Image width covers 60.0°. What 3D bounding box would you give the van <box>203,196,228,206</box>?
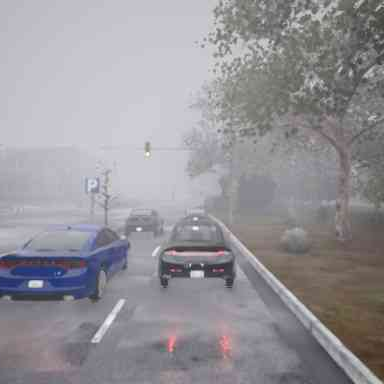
[{"bbox_3d":[4.311,1.692,62.695,4.442,1.987,1.878,1,0,-14],"label":"van"}]

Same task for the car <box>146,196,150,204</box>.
[{"bbox_3d":[-12.606,2.136,75.054,4.674,1.452,2.002,-1,0,-13],"label":"car"}]

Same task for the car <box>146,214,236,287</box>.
[{"bbox_3d":[0.127,1.607,9.672,2.128,1.511,4.902,0,-1,0],"label":"car"}]

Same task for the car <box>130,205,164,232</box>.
[{"bbox_3d":[-2.770,1.746,20.073,1.837,1.490,4.892,0,-1,1],"label":"car"}]

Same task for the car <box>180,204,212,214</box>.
[{"bbox_3d":[0.231,1.755,20.937,1.837,1.490,4.892,0,-1,1],"label":"car"}]

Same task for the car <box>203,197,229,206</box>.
[{"bbox_3d":[4.696,1.821,65.663,4.553,1.767,2.185,1,-1,-14],"label":"car"}]

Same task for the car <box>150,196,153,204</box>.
[{"bbox_3d":[-12.233,2.167,78.056,4.674,1.452,2.002,-1,-1,-13],"label":"car"}]

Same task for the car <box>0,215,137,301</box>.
[{"bbox_3d":[-2.879,1.581,8.632,1.882,1.535,5.008,0,-1,0],"label":"car"}]

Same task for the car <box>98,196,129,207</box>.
[{"bbox_3d":[-14.418,1.980,60.106,4.792,1.488,2.163,-1,0,-15],"label":"car"}]

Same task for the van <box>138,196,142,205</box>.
[{"bbox_3d":[-13.210,1.808,69.091,4.442,1.987,1.878,-1,-1,-14],"label":"van"}]

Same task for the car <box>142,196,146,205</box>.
[{"bbox_3d":[-12.981,2.067,72.060,4.892,1.521,2.231,-1,-1,-14],"label":"car"}]

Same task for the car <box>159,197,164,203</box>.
[{"bbox_3d":[-10.964,1.966,87.046,5.566,2.045,2.435,-1,-1,-12],"label":"car"}]

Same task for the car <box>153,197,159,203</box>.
[{"bbox_3d":[-11.415,2.227,84.037,4.674,1.452,2.002,-1,0,-12],"label":"car"}]

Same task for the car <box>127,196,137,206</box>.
[{"bbox_3d":[-13.772,1.968,63.098,5.366,1.575,1.946,-1,-1,-15],"label":"car"}]
